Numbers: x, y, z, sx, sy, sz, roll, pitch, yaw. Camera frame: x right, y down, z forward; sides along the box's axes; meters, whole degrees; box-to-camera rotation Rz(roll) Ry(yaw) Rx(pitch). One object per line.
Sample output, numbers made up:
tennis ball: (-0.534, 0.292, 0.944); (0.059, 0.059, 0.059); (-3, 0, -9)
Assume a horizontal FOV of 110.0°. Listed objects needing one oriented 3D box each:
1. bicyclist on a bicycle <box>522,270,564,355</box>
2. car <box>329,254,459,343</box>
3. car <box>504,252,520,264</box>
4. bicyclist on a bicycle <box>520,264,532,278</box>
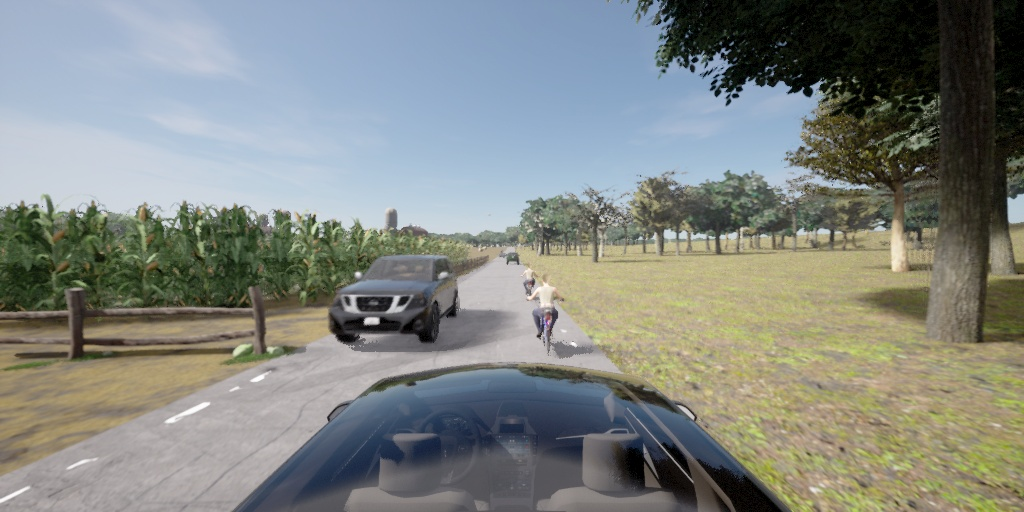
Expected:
bicyclist on a bicycle: (0.729, 1.186, 7.734); (0.866, 1.612, 1.509); (0, 0, 0)
car: (-2.845, 0.971, 10.045); (2.150, 2.045, 5.566); (0, 0, 0)
car: (0.146, 0.347, 62.592); (2.150, 2.045, 5.566); (0, 0, 0)
bicyclist on a bicycle: (0.798, 1.177, 16.466); (0.866, 1.612, 1.509); (0, 0, 0)
